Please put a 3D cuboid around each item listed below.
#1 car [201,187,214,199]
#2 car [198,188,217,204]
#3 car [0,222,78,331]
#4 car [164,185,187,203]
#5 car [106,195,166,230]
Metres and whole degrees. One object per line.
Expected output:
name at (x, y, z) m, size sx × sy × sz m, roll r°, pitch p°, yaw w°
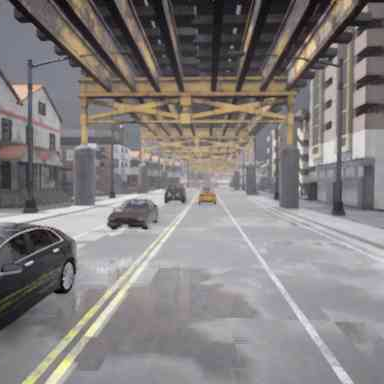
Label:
car at (2.232, 0.116, 48.351) m, size 1.837 × 1.490 × 4.892 m, roll 1°, pitch 2°, yaw 3°
car at (1.705, 0.485, 36.766) m, size 1.882 × 1.535 × 5.008 m, roll 1°, pitch 2°, yaw 3°
car at (-3.468, 1.339, 5.400) m, size 1.837 × 1.490 × 4.892 m, roll 0°, pitch 1°, yaw 2°
car at (-1.816, 0.168, 38.015) m, size 2.150 × 2.045 × 5.566 m, roll 1°, pitch 1°, yaw 3°
car at (-2.884, 1.078, 17.561) m, size 2.033 × 1.411 × 5.357 m, roll 0°, pitch 1°, yaw 3°
